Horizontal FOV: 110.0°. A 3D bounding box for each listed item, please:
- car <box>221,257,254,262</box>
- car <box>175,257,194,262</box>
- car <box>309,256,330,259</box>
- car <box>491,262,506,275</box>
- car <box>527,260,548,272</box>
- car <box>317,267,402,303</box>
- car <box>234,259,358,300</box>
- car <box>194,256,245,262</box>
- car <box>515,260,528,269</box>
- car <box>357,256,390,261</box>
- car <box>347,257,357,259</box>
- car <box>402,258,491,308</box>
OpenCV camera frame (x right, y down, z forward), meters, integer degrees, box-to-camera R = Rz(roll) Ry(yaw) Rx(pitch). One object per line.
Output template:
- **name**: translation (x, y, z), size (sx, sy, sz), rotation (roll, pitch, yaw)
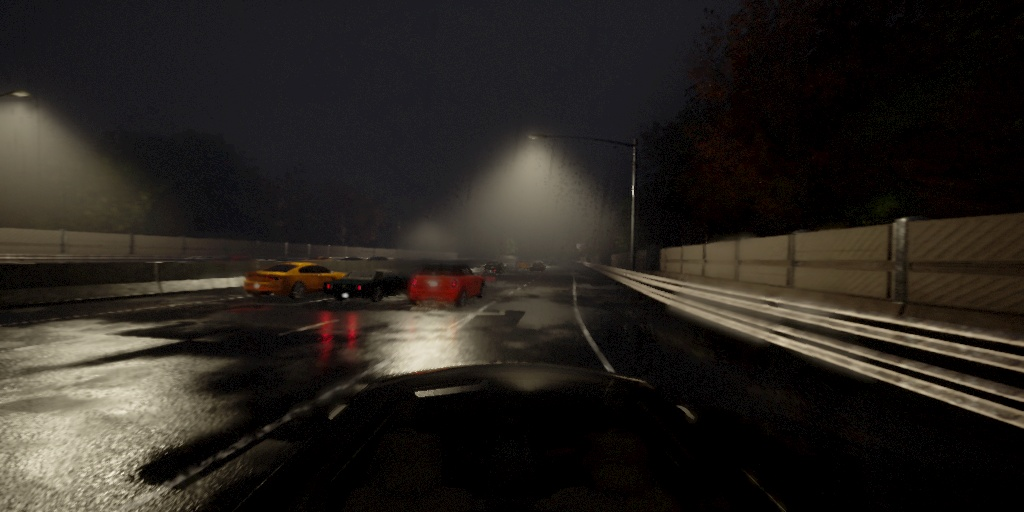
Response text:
- **car**: translation (-21.434, 0.934, 30.448), size (1.895, 1.301, 4.718), rotation (1, 0, 10)
- **car**: translation (-28.381, 0.766, 31.300), size (1.895, 1.301, 4.718), rotation (1, 0, 10)
- **car**: translation (-25.650, 0.782, 47.356), size (1.882, 1.535, 5.008), rotation (1, 0, 10)
- **car**: translation (-1.870, 1.371, 40.824), size (1.837, 1.490, 4.892), rotation (1, 0, 10)
- **car**: translation (3.912, 1.631, 54.086), size (1.994, 1.385, 4.181), rotation (1, 0, 10)
- **car**: translation (-6.049, 1.250, 15.968), size (1.895, 1.301, 4.718), rotation (1, 0, 10)
- **car**: translation (-9.517, 1.043, 16.407), size (1.882, 1.535, 5.008), rotation (1, 0, 9)
- **car**: translation (-24.719, 0.736, 31.947), size (1.882, 1.535, 5.008), rotation (1, -1, 10)
- **car**: translation (2.162, 1.550, 64.766), size (1.882, 1.535, 5.008), rotation (1, 0, 10)
- **car**: translation (-18.338, 0.843, 48.586), size (2.097, 1.767, 4.553), rotation (1, 0, 10)
- **car**: translation (-21.851, 0.909, 48.774), size (1.837, 1.490, 4.892), rotation (1, 0, 10)
- **car**: translation (-2.579, 1.084, 15.443), size (2.097, 1.767, 4.553), rotation (1, 0, 9)
